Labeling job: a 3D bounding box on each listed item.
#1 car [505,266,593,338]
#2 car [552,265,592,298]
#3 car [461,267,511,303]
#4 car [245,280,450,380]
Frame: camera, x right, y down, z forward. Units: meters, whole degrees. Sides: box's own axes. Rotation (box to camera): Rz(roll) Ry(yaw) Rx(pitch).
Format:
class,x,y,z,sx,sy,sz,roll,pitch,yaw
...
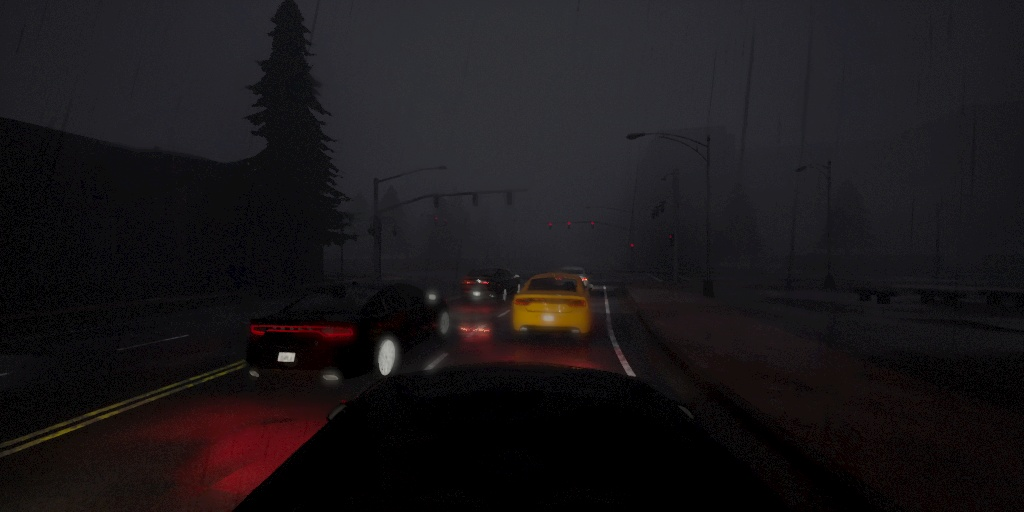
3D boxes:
class,x,y,z,sx,sy,sz,roll,pitch,yaw
car,1.301,1.228,10.377,1.882,1.535,5.008,0,0,11
car,3.369,1.274,19.407,1.812,1.442,4.674,0,0,14
car,-0.860,1.255,16.651,1.837,1.490,4.892,0,0,13
car,-2.764,1.228,7.347,1.882,1.535,5.008,0,0,7
